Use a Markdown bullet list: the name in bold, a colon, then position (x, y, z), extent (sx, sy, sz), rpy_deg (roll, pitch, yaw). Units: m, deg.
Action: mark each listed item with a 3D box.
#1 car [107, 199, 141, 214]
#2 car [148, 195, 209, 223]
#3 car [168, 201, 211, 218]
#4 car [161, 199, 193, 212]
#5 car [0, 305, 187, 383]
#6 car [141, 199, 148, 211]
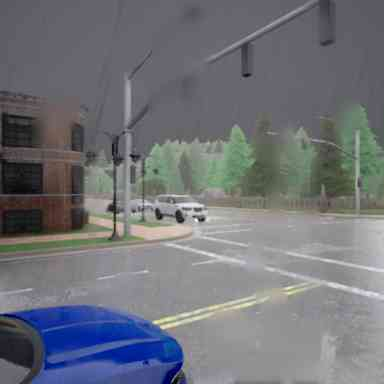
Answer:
- **car**: position (-7.487, 1.567, 35.163), extent (1.994, 1.385, 4.181), rpy_deg (0, 0, -35)
- **car**: position (-1.030, 1.224, 25.921), extent (2.150, 2.045, 5.566), rpy_deg (0, 0, -33)
- **car**: position (-0.268, 1.567, 30.903), extent (1.994, 1.385, 4.181), rpy_deg (0, 0, -35)
- **car**: position (-1.840, 1.567, 39.611), extent (1.994, 1.385, 4.181), rpy_deg (0, 0, -35)
- **car**: position (-2.320, 1.478, 2.088), extent (5.008, 1.535, 1.882), rpy_deg (0, 0, -35)
- **car**: position (-6.127, 1.529, 39.356), extent (1.812, 1.442, 4.674), rpy_deg (0, 0, -35)
